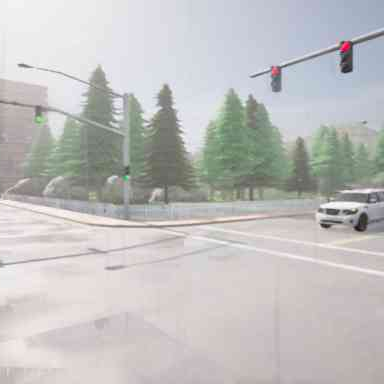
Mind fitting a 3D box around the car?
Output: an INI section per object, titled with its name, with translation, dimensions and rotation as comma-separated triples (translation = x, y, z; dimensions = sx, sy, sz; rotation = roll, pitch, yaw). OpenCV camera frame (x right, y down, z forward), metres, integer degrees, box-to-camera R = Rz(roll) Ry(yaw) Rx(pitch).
[car]
translation = 8.983, 0.872, 17.833
dimensions = 5.566, 2.045, 2.150
rotation = -2, 2, -36
